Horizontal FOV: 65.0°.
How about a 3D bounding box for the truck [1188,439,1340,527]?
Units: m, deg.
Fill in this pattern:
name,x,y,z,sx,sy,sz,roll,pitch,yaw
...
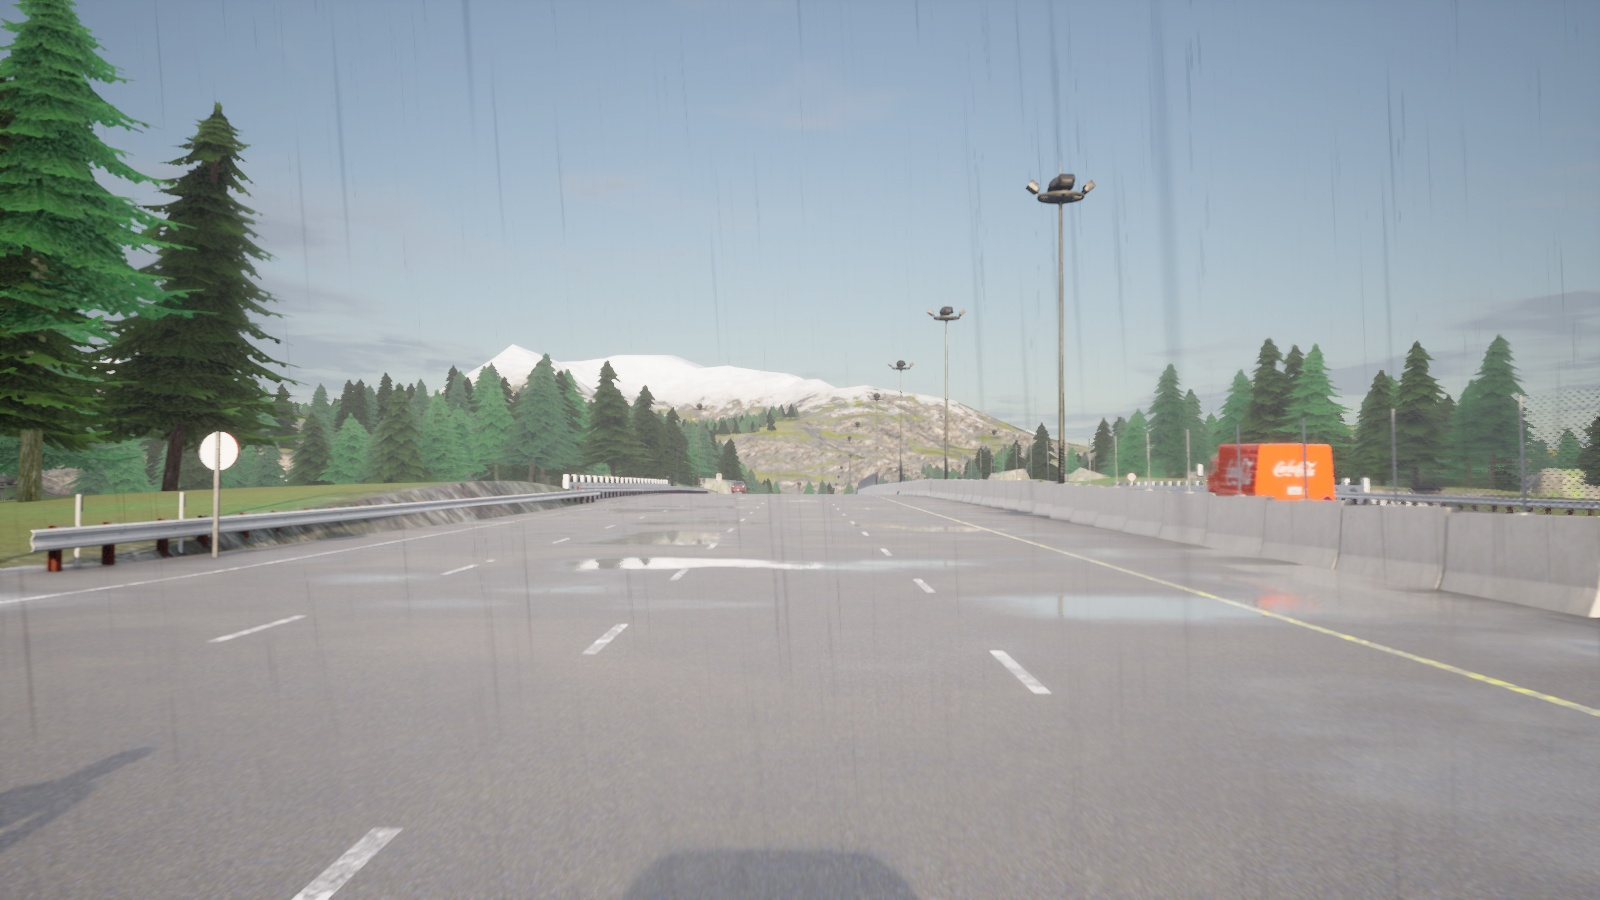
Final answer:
name,x,y,z,sx,sy,sz,roll,pitch,yaw
truck,13.905,0.951,38.056,2.627,2.467,5.204,0,-1,0
